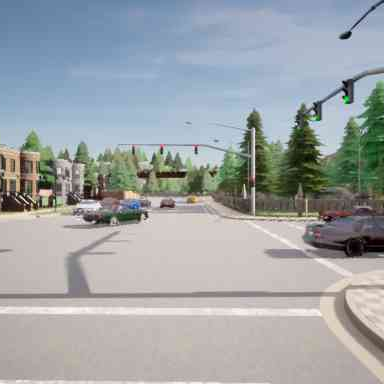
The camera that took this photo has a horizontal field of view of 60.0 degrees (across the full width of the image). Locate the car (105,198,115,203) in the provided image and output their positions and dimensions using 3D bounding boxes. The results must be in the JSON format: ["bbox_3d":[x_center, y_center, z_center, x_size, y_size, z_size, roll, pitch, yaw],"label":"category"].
[{"bbox_3d":[-10.658,1.477,43.033,1.882,1.535,5.008,0,0,0],"label":"car"}]

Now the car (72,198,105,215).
[{"bbox_3d":[-10.652,1.526,33.980,1.812,1.442,4.674,0,0,0],"label":"car"}]

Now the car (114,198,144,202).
[{"bbox_3d":[-7.158,1.477,38.319,1.882,1.535,5.008,0,0,0],"label":"car"}]

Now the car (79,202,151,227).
[{"bbox_3d":[-5.100,1.601,23.005,1.895,1.301,4.718,0,0,32],"label":"car"}]

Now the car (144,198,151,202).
[{"bbox_3d":[-7.146,1.564,48.306,1.994,1.385,4.181,0,0,0],"label":"car"}]

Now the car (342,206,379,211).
[{"bbox_3d":[11.151,1.601,22.850,4.718,1.301,1.895,0,0,2],"label":"car"}]

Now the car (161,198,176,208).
[{"bbox_3d":[-3.481,1.564,48.670,1.994,1.385,4.181,0,0,0],"label":"car"}]

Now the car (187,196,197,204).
[{"bbox_3d":[-0.007,1.477,64.870,1.882,1.535,5.008,0,0,0],"label":"car"}]

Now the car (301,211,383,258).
[{"bbox_3d":[6.832,1.547,12.114,5.357,1.411,2.033,0,0,0],"label":"car"}]
